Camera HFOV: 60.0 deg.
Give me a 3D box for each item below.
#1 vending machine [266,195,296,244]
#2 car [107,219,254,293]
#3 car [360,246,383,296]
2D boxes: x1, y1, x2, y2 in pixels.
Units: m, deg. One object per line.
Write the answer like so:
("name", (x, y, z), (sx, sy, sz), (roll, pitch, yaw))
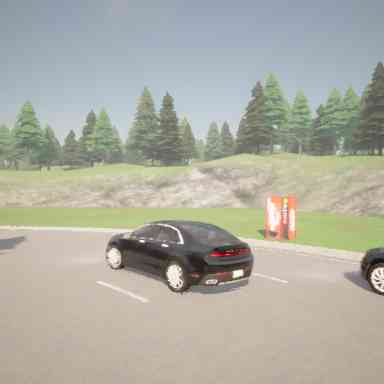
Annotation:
("vending machine", (4.051, 1.195, 15.098), (0.880, 2.100, 1.100), (0, 0, 43))
("car", (-0.584, 1.506, 9.029), (1.837, 1.490, 4.892), (2, -1, -41))
("car", (5.473, 1.507, 6.091), (1.837, 1.490, 4.892), (1, 0, -21))
